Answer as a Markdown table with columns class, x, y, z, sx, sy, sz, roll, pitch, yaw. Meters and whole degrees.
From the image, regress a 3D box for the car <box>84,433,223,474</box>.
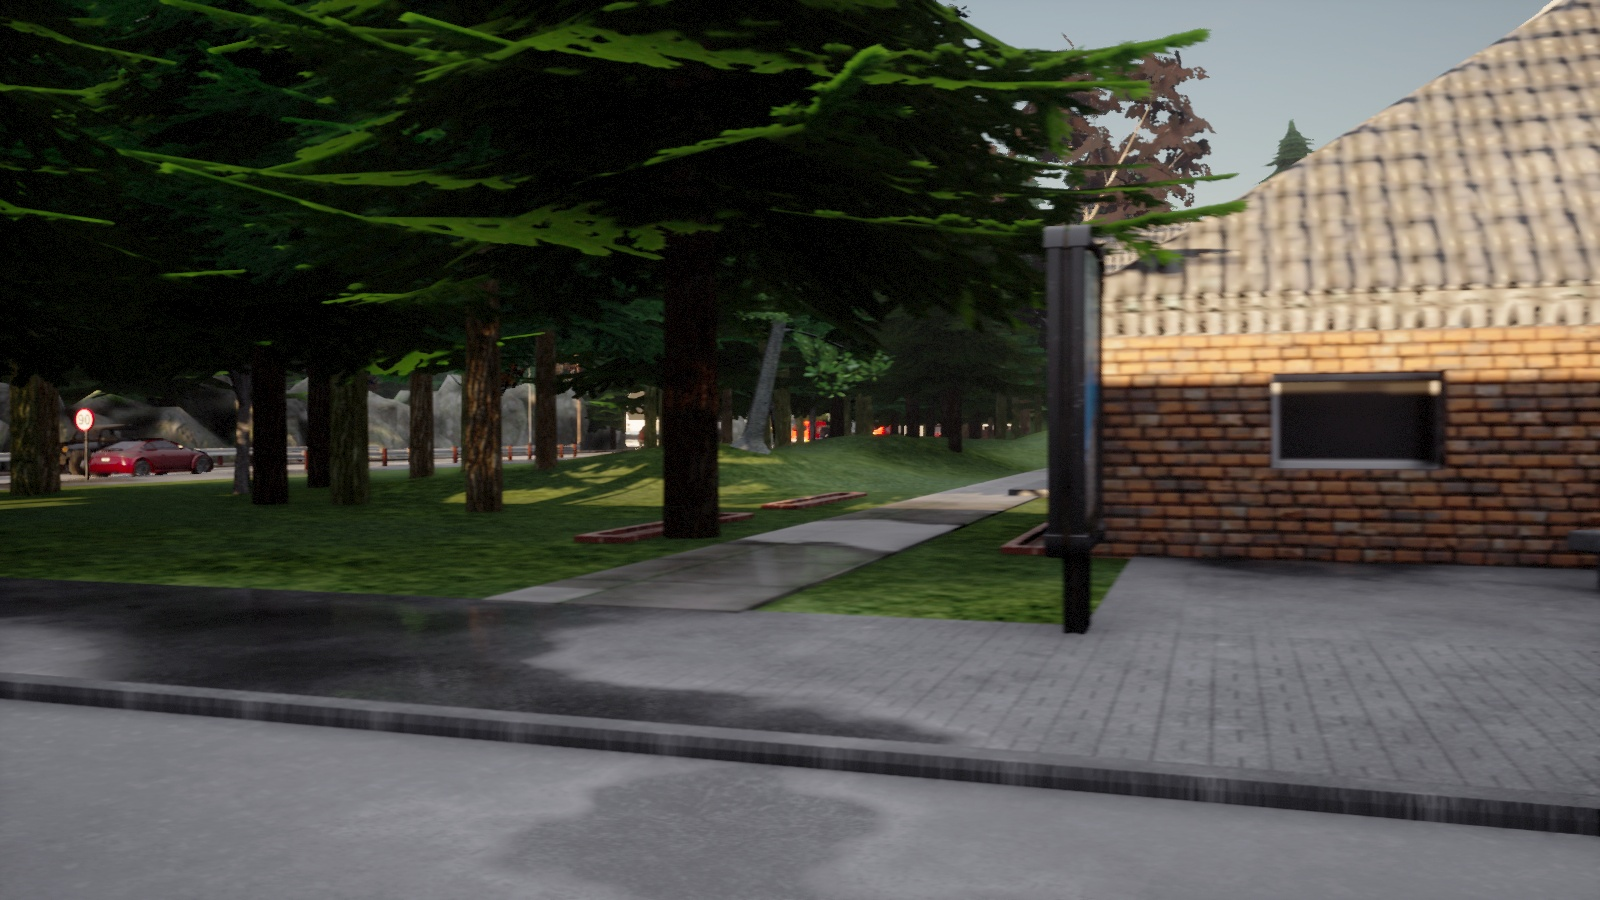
| class | x | y | z | sx | sy | sz | roll | pitch | yaw |
| --- | --- | --- | --- | --- | --- | --- | --- | --- | --- |
| car | -22.924 | 0.089 | 44.686 | 1.994 | 1.385 | 4.181 | 1 | 1 | 18 |

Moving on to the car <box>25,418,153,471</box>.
| class | x | y | z | sx | sy | sz | roll | pitch | yaw |
| --- | --- | --- | --- | --- | --- | --- | --- | --- | --- |
| car | -26.428 | -0.227 | 46.821 | 1.905 | 1.878 | 3.866 | 1 | 1 | 18 |

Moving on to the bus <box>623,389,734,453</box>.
| class | x | y | z | sx | sy | sz | roll | pitch | yaw |
| --- | --- | --- | --- | --- | --- | --- | --- | --- | --- |
| bus | -8.360 | -1.998 | 88.423 | 3.944 | 4.253 | 10.273 | 1 | 1 | 18 |
